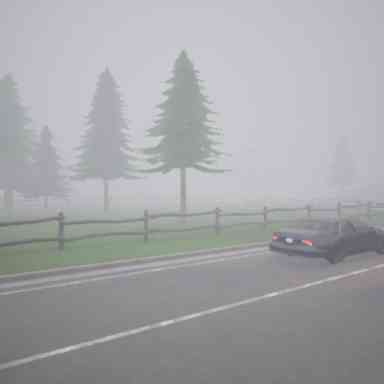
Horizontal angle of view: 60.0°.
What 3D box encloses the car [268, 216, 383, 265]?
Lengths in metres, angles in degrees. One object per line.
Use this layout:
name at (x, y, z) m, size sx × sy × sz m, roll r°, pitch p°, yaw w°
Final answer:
car at (5.084, 1.549, 11.767) m, size 5.357 × 1.411 × 2.033 m, roll 0°, pitch 0°, yaw -35°
